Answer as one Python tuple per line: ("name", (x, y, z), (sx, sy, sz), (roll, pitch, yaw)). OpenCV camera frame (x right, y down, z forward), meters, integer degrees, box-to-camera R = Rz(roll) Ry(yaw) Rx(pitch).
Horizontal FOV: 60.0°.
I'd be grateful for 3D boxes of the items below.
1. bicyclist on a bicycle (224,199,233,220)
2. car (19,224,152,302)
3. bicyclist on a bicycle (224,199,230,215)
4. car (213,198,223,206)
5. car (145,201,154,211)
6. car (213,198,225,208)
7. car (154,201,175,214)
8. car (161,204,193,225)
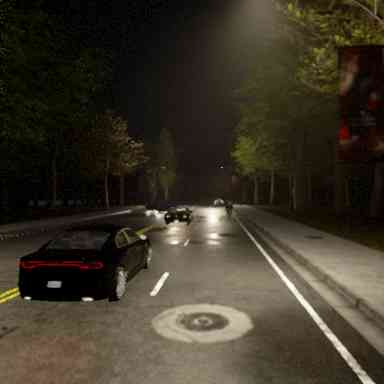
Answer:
("bicyclist on a bicycle", (3.294, 1.642, 29.020), (0.659, 1.776, 1.843), (0, 0, 4))
("car", (-2.334, 1.568, 8.581), (1.882, 1.535, 5.008), (0, -1, 4))
("bicyclist on a bicycle", (4.072, 1.746, 39.106), (0.659, 1.776, 1.843), (0, 0, 4))
("car", (5.836, 2.148, 73.601), (2.097, 1.767, 4.553), (0, -1, 4))
("car", (-5.791, 2.113, 50.808), (1.994, 1.385, 4.181), (0, -1, 4))
("car", (5.115, 2.178, 62.875), (1.812, 1.442, 4.674), (0, -1, 4))
("car", (-3.163, 1.923, 42.696), (1.882, 1.535, 5.008), (0, -1, 4))
("car", (-0.946, 1.865, 26.598), (1.895, 1.301, 4.718), (0, -1, 4))
